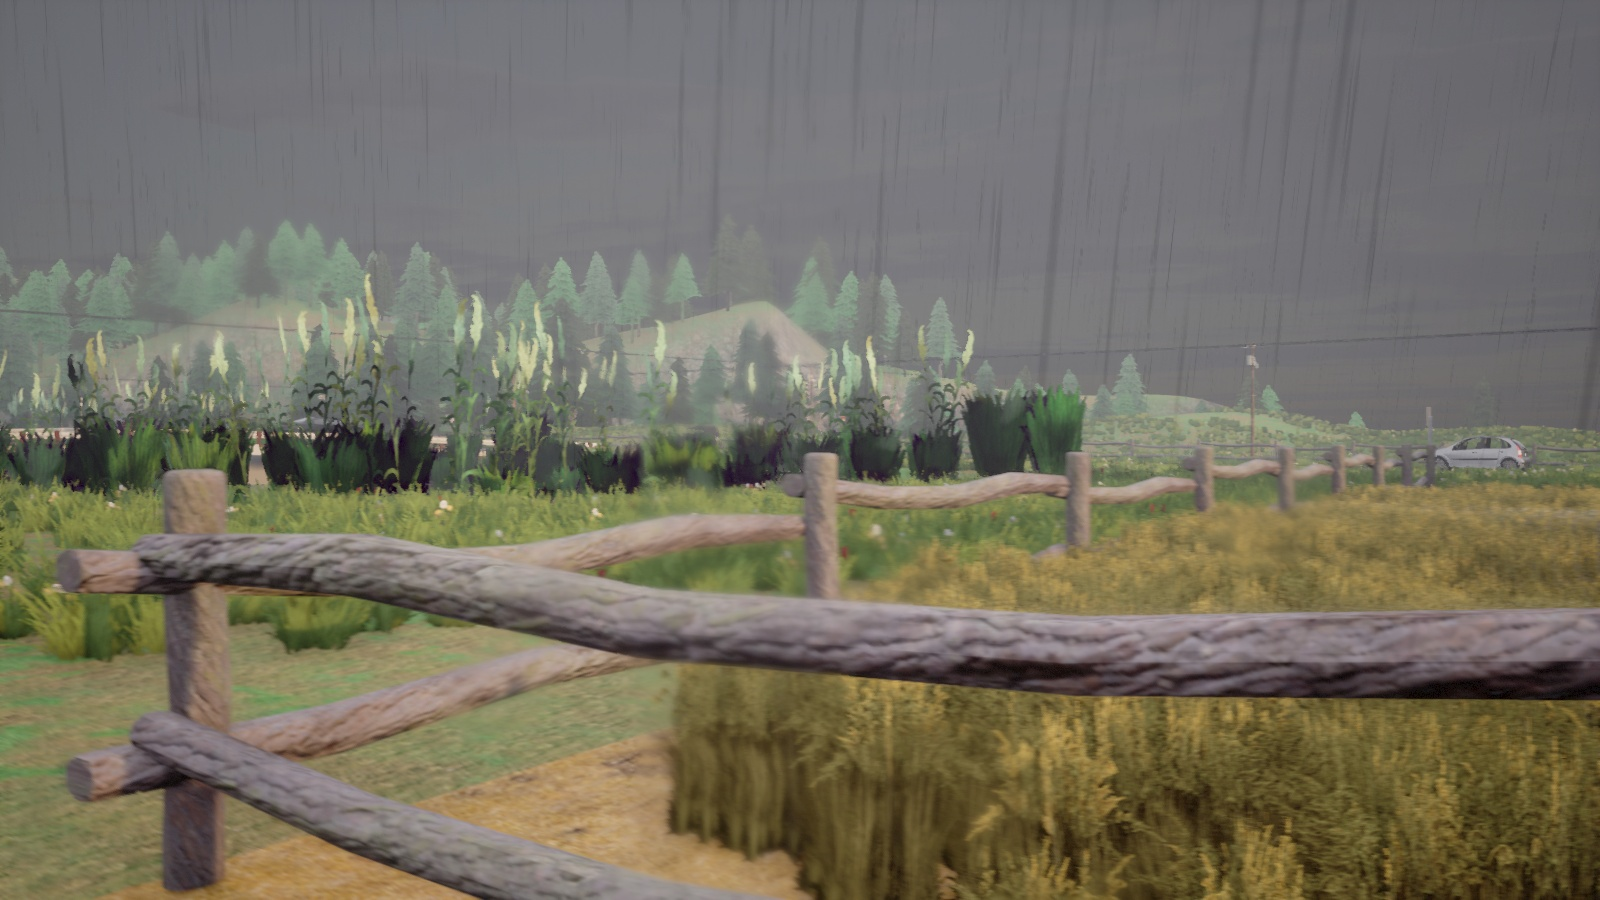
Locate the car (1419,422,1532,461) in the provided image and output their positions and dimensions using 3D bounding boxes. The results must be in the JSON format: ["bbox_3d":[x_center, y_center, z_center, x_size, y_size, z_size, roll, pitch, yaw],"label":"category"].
[{"bbox_3d":[28.950,-0.367,53.827,3.988,1.617,1.851,0,1,39],"label":"car"}]

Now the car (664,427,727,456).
[{"bbox_3d":[-6.942,-0.547,83.311,3.866,1.878,1.905,0,1,40],"label":"car"}]

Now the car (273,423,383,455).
[{"bbox_3d":[-24.401,-0.541,65.024,1.882,1.535,5.008,0,-1,41],"label":"car"}]
